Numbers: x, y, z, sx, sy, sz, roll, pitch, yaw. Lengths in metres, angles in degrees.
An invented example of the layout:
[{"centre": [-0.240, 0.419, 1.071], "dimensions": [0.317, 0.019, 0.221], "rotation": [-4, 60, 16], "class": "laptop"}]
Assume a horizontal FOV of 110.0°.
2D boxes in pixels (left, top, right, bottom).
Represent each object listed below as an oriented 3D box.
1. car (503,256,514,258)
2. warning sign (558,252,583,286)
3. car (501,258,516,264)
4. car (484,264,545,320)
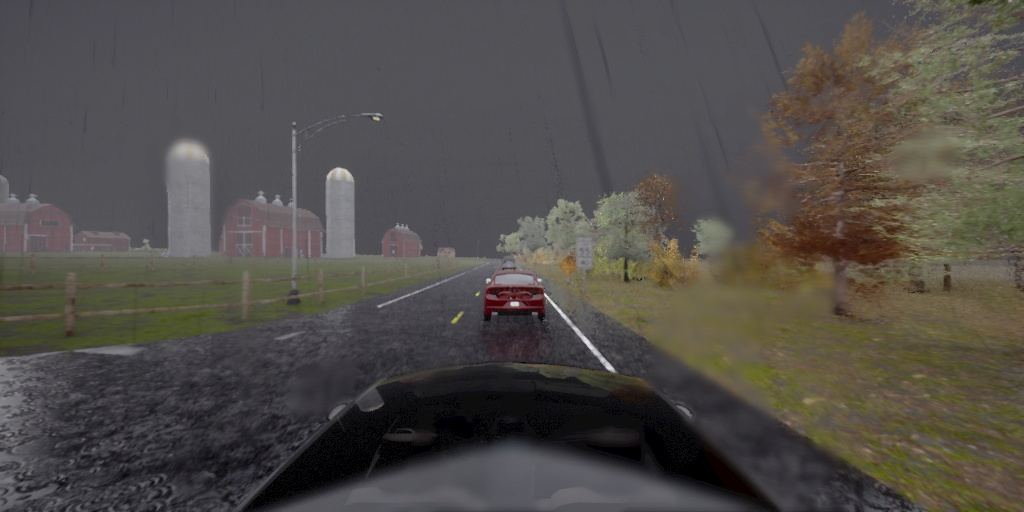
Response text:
[{"centre": [-0.554, 0.996, 59.340], "dimensions": [2.150, 2.045, 5.566], "rotation": [0, 0, -1], "class": "car"}, {"centre": [3.480, 0.869, 22.184], "dimensions": [1.300, 1.860, 1.060], "rotation": [0, 0, 0], "class": "warning sign"}, {"centre": [-0.378, 1.332, 49.303], "dimensions": [1.994, 1.385, 4.181], "rotation": [0, 0, -1], "class": "car"}, {"centre": [0.073, 1.230, 12.753], "dimensions": [1.882, 1.535, 5.008], "rotation": [0, 0, 0], "class": "car"}]
